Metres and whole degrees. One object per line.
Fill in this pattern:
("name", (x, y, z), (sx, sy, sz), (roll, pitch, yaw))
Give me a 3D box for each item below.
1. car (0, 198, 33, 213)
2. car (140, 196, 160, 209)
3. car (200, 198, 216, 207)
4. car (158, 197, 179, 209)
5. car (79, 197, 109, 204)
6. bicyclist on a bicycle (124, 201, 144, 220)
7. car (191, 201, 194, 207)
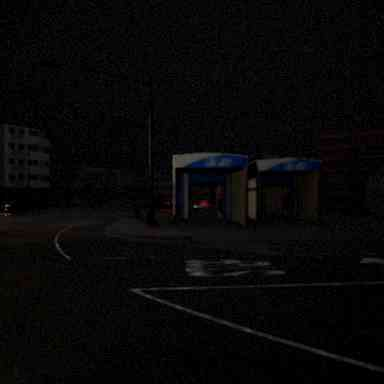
("car", (-22.593, 1.707, 42.423), (2.097, 1.767, 4.553), (0, 0, 16))
("car", (-6.088, 1.645, 53.749), (2.150, 2.045, 5.566), (0, -1, 32))
("car", (3.402, 1.947, 62.475), (1.882, 1.535, 5.008), (0, 0, 35))
("car", (-2.695, 1.902, 52.583), (2.128, 1.511, 4.902), (0, -1, 32))
("car", (-16.355, 1.471, 57.106), (2.097, 1.767, 4.553), (0, -1, 32))
("bicyclist on a bicycle", (-4.733, 1.517, 27.039), (1.656, 1.620, 0.582), (0, 0, -2))
("car", (-1.282, 2.038, 61.549), (1.994, 1.385, 4.181), (0, 0, 32))
